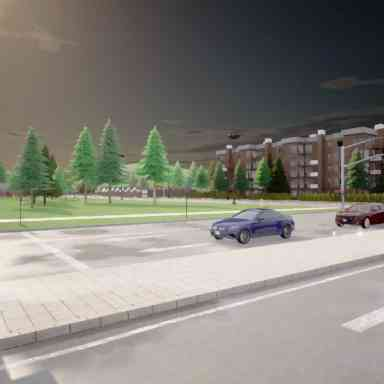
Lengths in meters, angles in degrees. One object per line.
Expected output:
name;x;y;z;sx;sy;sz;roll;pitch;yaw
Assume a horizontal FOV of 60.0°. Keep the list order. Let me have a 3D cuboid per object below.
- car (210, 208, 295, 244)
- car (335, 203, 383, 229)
car;3.004;1.526;15.935;4.674;1.442;1.812;0;0;-36
car;11.445;1.478;21.925;5.008;1.535;1.882;0;0;-35
